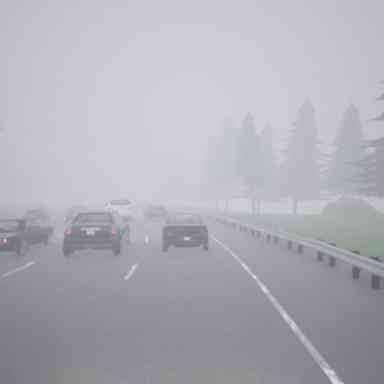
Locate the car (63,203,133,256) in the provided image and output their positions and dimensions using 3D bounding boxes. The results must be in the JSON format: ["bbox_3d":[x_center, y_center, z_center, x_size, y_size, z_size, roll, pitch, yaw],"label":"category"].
[{"bbox_3d":[-3.846,1.509,14.100,2.097,1.767,4.553,0,-1,-5],"label":"car"}]

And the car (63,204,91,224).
[{"bbox_3d":[-10.105,1.877,29.495,2.033,1.411,5.357,0,-1,-16],"label":"car"}]

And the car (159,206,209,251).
[{"bbox_3d":[-0.434,1.647,15.129,1.882,1.535,5.008,0,0,-6],"label":"car"}]

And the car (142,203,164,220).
[{"bbox_3d":[-3.635,1.853,32.220,2.128,1.511,4.902,0,-1,-17],"label":"car"}]

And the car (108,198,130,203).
[{"bbox_3d":[-6.732,1.564,30.429,2.150,2.045,5.566,0,0,-16],"label":"car"}]

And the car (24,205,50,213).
[{"bbox_3d":[-13.895,1.859,29.887,1.812,1.442,4.674,0,0,-17],"label":"car"}]

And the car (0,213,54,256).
[{"bbox_3d":[-7.312,1.755,13.717,1.895,1.301,4.718,0,-1,-5],"label":"car"}]
